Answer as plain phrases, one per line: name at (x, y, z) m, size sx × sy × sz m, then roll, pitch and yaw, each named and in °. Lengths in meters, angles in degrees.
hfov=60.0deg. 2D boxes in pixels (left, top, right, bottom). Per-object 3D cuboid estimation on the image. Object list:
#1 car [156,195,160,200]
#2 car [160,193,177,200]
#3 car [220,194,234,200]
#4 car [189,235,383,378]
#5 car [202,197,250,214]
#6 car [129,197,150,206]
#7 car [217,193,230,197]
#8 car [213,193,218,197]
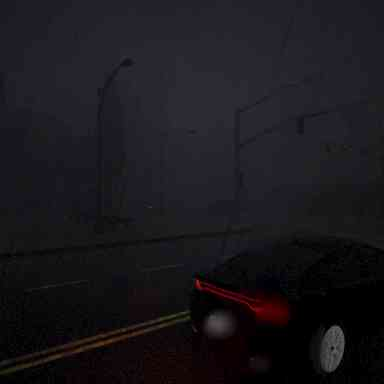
car at (-7.303, 1.150, 89.220) m, size 4.605 × 1.855 × 1.932 m, roll 0°, pitch 0°, yaw -37°
car at (-5.625, 1.153, 86.861) m, size 3.866 × 1.878 × 1.905 m, roll 0°, pitch 0°, yaw -37°
car at (10.024, 1.391, 95.078) m, size 3.806 × 1.475 × 1.970 m, roll 0°, pitch 0°, yaw -37°
car at (2.278, 1.477, 5.631) m, size 5.008 × 1.535 × 1.882 m, roll 0°, pitch 0°, yaw -37°
car at (3.833, 1.545, 36.117) m, size 2.033 × 1.411 × 5.357 m, roll 0°, pitch 0°, yaw -35°
car at (-8.517, 1.562, 53.773) m, size 1.994 × 1.385 × 4.181 m, roll 0°, pitch 0°, yaw -35°
car at (7.793, 1.392, 68.776) m, size 3.806 × 1.475 × 1.970 m, roll 0°, pitch 0°, yaw -37°
car at (6.079, 1.153, 71.110) m, size 3.866 × 1.878 × 1.905 m, roll 0°, pitch 0°, yaw -37°
